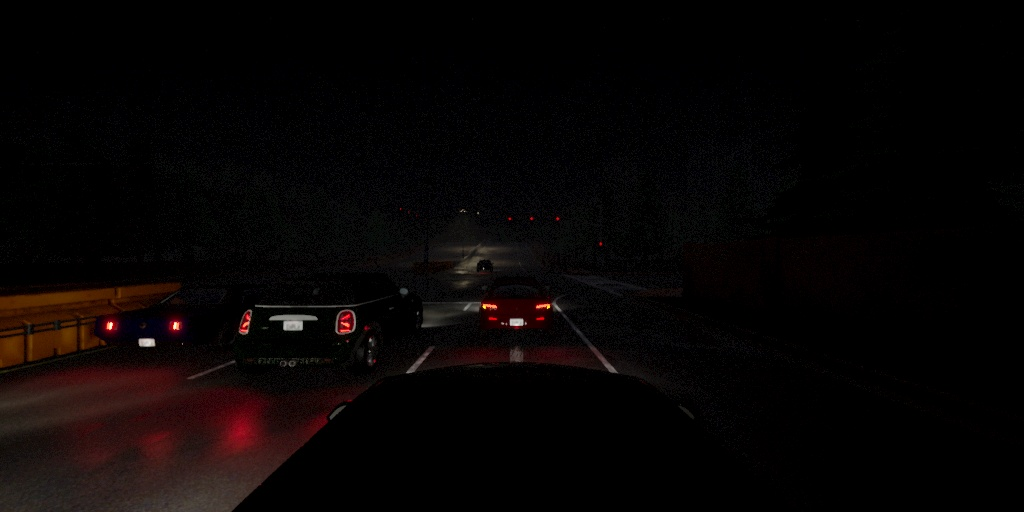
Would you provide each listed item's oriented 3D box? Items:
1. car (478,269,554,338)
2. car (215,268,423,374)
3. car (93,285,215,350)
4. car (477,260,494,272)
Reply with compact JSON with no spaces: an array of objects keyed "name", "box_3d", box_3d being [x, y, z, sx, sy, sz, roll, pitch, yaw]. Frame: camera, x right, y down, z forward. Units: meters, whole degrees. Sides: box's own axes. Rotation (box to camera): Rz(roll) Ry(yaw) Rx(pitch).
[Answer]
[{"name":"car","box_3d":[0.099,1.272,10.079,1.812,1.442,4.674,0,0,0]},{"name":"car","box_3d":[-3.399,1.099,7.690,2.097,1.767,4.553,0,0,0]},{"name":"car","box_3d":[-6.900,1.348,9.004,1.895,1.301,4.718,0,0,0]},{"name":"car","box_3d":[-3.403,1.236,45.447,1.837,1.490,4.892,0,0,0]}]
